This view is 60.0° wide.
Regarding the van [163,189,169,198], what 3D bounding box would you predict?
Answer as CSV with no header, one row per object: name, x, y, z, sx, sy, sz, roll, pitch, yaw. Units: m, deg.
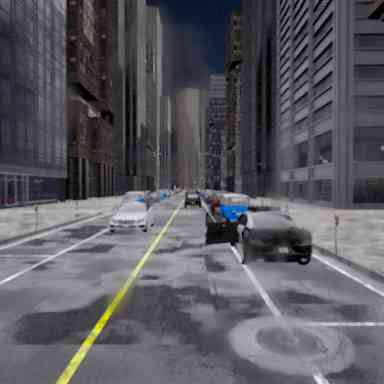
van,-5.701,0.509,61.012,1.690,1.788,3.998,0,1,0

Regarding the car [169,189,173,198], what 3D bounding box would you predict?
car,-5.690,0.457,72.232,1.967,1.590,4.097,0,1,0

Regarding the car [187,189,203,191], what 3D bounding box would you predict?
car,0.049,0.556,48.705,2.150,2.045,5.566,0,1,0

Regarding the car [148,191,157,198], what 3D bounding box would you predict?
car,-5.723,0.785,38.576,2.192,1.841,5.009,0,1,0

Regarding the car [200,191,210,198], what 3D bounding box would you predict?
car,2.835,0.583,72.233,1.947,1.339,4.313,0,1,0

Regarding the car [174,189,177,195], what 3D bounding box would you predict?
car,-5.674,0.323,88.889,1.752,1.417,4.829,0,1,0

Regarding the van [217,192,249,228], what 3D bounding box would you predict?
van,2.785,1.041,21.752,1.690,1.788,3.998,0,1,0

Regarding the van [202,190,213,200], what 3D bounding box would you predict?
van,2.824,0.509,61.012,1.690,1.788,3.998,0,1,0

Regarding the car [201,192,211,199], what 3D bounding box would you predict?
car,2.829,0.638,66.624,1.887,1.381,4.507,0,1,0

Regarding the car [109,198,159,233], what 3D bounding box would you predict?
car,-3.082,1.278,17.867,1.812,1.442,4.674,0,1,0

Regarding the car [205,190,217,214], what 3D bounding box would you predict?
car,2.796,0.862,32.969,2.192,1.841,5.009,0,1,0

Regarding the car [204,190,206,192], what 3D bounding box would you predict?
car,2.813,0.759,49.796,1.967,1.590,4.097,0,1,0

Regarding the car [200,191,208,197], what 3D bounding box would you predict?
car,2.841,0.465,78.011,1.752,1.417,4.829,0,1,0

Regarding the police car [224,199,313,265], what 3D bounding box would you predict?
police car,2.378,1.269,11.208,1.930,1.638,5.238,0,1,0

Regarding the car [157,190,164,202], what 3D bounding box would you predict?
car,-5.712,0.869,49.797,2.008,1.369,4.403,0,1,0

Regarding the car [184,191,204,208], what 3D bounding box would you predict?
car,0.109,0.953,38.241,1.882,1.535,5.008,0,1,0

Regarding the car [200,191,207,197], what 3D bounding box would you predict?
car,2.846,0.391,83.620,1.752,1.417,4.829,0,1,0

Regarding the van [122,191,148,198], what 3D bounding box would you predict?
van,-5.729,0.888,32.967,1.690,1.788,3.998,0,1,0
